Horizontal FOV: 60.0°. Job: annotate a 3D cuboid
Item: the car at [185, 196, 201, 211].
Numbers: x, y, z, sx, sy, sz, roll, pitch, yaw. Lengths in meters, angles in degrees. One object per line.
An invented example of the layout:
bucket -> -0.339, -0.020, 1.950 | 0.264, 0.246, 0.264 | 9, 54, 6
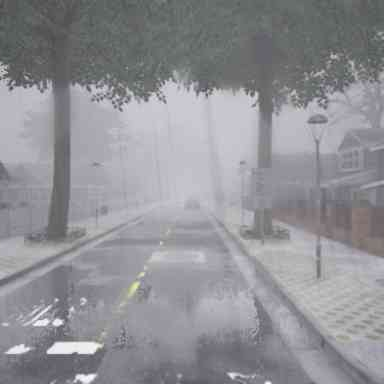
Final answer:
car -> 0.095, 1.540, 40.810 | 1.994, 1.385, 4.181 | -1, 0, 0

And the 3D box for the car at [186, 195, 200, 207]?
car -> 0.119, 1.334, 50.829 | 2.097, 1.767, 4.553 | -1, 0, 0
